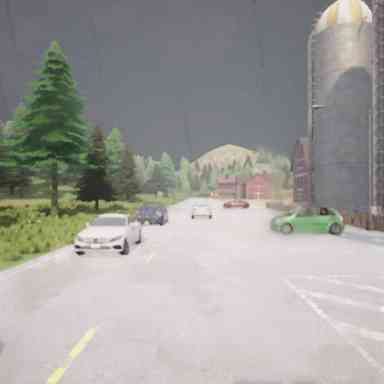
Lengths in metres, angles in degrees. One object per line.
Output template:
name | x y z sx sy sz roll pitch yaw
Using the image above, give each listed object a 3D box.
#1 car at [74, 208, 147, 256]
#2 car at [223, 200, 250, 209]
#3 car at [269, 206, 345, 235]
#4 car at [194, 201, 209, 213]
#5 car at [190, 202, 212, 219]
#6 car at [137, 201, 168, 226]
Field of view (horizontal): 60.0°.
car | -3.245 1.617 13.728 1.812 1.442 4.674 0 -1 2
car | 6.912 1.905 52.152 4.181 1.381 1.994 0 0 1
car | 6.519 1.616 19.143 3.988 1.617 1.851 0 0 1
car | 1.213 1.894 43.379 1.895 1.301 4.718 0 0 1
car | 0.907 1.740 31.702 1.812 1.442 4.674 0 0 1
car | -2.966 1.517 24.576 2.097 1.767 4.553 0 0 2
